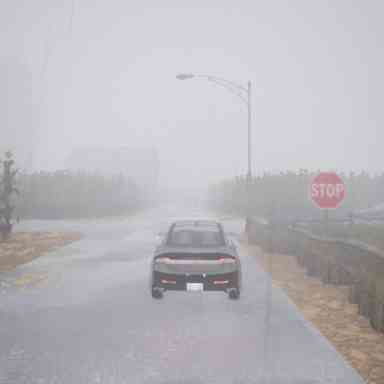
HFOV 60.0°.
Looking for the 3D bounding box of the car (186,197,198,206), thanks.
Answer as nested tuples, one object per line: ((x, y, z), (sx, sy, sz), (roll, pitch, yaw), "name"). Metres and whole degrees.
((-0.018, 1.616, 59.795), (2.097, 1.767, 4.553), (0, 0, 0), "car")

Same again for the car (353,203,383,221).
((13.474, 1.426, 22.525), (5.008, 1.535, 1.882), (0, 0, 0), "car")

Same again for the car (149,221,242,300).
((0.121, 1.473, 8.376), (2.128, 1.511, 4.902), (0, 0, 2), "car")
